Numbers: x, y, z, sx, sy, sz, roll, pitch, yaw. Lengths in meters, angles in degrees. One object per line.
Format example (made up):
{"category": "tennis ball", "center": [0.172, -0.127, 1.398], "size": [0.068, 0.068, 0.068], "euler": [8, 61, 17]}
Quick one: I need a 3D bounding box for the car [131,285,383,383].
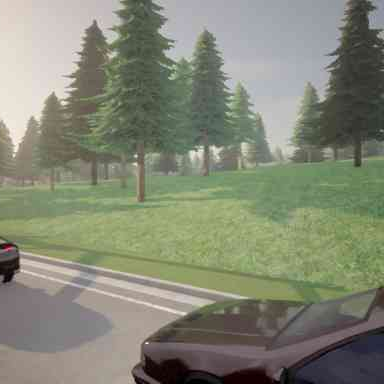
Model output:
{"category": "car", "center": [1.998, 1.547, 2.567], "size": [5.357, 1.411, 2.033], "euler": [0, 0, 35]}

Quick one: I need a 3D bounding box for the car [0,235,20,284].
{"category": "car", "center": [-6.205, 1.492, 8.312], "size": [4.902, 1.511, 2.128], "euler": [0, 0, 36]}
